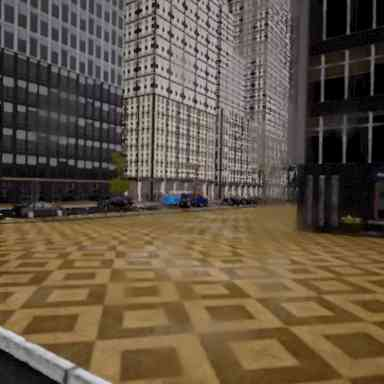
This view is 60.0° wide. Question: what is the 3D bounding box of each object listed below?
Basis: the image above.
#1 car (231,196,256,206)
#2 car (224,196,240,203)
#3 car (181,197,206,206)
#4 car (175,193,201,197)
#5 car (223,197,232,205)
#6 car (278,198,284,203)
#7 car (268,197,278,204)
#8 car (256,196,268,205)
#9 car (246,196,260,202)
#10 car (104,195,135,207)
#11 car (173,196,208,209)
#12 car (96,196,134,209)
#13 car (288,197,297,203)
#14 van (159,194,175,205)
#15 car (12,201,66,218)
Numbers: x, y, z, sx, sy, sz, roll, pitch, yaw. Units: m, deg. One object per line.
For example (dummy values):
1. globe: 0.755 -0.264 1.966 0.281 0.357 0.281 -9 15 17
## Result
1. car: 9.509 1.804 60.878 1.947 1.339 4.313 1 0 35
2. car: 9.079 1.668 74.928 1.802 1.307 4.206 1 0 35
3. car: 0.334 1.566 57.636 1.837 1.490 4.892 2 1 35
4. car: 0.278 1.277 52.251 2.150 2.045 5.566 2 0 36
5. car: 7.387 1.652 62.500 2.128 1.511 4.902 2 1 35
6. car: 19.177 1.944 74.772 1.947 1.339 4.313 1 0 35
7. car: 15.957 1.772 70.140 1.967 1.590 4.097 1 0 35
8. car: 12.731 1.867 65.509 1.802 1.307 4.206 1 0 35
9. car: 15.523 1.746 84.189 1.947 1.339 4.313 1 0 35
10. car: -10.250 1.243 47.145 1.967 1.590 4.097 1 0 35
11. car: -0.160 1.662 46.983 1.947 1.339 4.313 1 0 35
12. car: -9.972 1.452 42.980 1.895 1.301 4.718 2 1 35
13. car: 25.623 2.038 84.036 1.947 1.339 4.313 1 0 35
14. van: -3.804 1.240 56.406 1.690 1.788 3.998 1 0 35
15. car: -12.943 1.458 28.385 2.008 1.369 4.403 1 0 35
